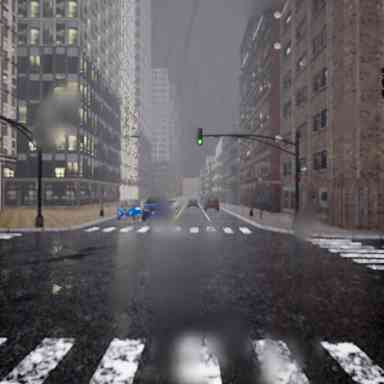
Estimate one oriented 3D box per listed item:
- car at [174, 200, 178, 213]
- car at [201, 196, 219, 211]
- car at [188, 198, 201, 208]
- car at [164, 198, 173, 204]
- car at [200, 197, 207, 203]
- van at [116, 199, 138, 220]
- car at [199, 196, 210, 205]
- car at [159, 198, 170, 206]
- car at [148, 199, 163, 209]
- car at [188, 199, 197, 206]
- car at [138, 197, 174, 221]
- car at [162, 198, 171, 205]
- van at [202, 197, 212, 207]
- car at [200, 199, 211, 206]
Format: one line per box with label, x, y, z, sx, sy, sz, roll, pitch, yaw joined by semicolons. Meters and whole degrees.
car;-3.058;1.890;39.370;1.895;1.301;4.718;0;0;0
car;2.736;1.660;46.639;2.192;1.841;5.009;0;0;0
car;0.156;1.974;57.329;2.033;1.411;5.357;0;0;0
car;-5.611;2.155;79.949;2.008;1.369;4.403;0;0;0
car;3.090;2.209;89.555;1.812;1.442;4.674;0;0;0
van;-5.661;1.560;29.993;1.690;1.788;3.998;0;0;0
car;2.763;1.875;74.392;2.192;1.841;5.009;0;0;0
car;-5.622;1.956;68.848;1.967;1.590;4.097;0;0;0
car;-5.639;1.911;52.025;1.752;1.417;4.829;0;0;0
car;0.148;2.120;69.203;1.895;1.301;4.718;0;0;0
car;-3.078;1.438;29.664;2.150;2.045;5.566;0;0;0
car;-5.617;2.084;74.228;1.752;1.417;4.829;0;0;0
van;2.752;1.814;63.291;1.690;1.788;3.998;0;0;0
car;2.758;2.067;68.839;2.008;1.369;4.403;0;0;0
